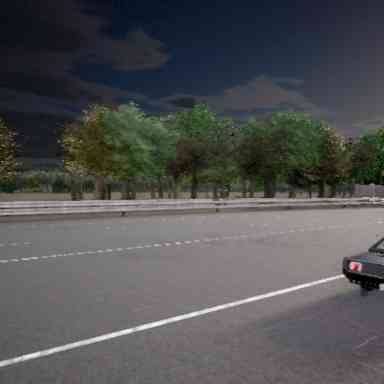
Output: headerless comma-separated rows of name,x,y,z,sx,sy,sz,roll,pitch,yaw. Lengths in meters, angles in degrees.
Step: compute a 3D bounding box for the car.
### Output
car,5.620,1.590,7.717,4.718,1.301,1.895,0,0,-35
